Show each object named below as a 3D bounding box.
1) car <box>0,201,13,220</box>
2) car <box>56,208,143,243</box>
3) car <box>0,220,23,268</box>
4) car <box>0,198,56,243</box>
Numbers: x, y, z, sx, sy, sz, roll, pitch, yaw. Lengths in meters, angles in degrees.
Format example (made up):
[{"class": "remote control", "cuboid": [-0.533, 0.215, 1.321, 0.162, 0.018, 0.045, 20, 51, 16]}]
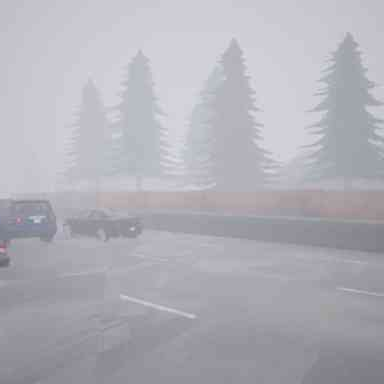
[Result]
[{"class": "car", "cuboid": [-18.194, 1.652, 30.526, 2.128, 1.511, 4.902, 0, 0, -41]}, {"class": "car", "cuboid": [-4.603, 1.557, 16.856, 5.008, 1.535, 1.882, 0, 0, 41]}, {"class": "car", "cuboid": [-7.308, 1.602, 9.908, 5.357, 1.411, 2.033, 0, 0, 41]}, {"class": "car", "cuboid": [-8.384, 1.302, 15.525, 5.566, 2.045, 2.150, 0, 0, 42]}]
